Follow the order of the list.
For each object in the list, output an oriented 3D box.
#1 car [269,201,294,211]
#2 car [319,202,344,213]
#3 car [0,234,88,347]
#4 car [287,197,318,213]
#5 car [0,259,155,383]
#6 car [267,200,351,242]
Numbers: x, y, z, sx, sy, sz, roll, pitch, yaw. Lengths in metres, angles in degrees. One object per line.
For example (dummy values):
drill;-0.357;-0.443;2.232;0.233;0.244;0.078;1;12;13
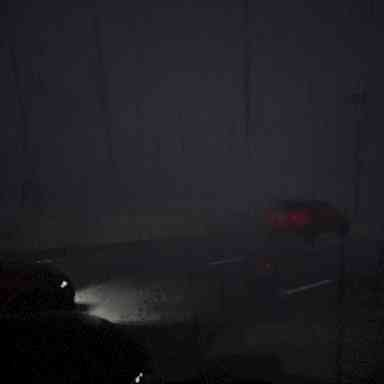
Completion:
car;13.386;2.086;49.667;1.812;1.442;4.674;0;-1;41
car;19.226;2.132;45.743;1.994;1.385;4.181;0;-1;41
car;-4.063;1.582;5.256;4.181;1.385;1.994;1;-1;-35
car;15.583;1.775;46.853;2.150;2.045;5.566;0;-1;41
car;-2.536;1.492;2.034;4.902;1.511;2.128;1;-1;-35
car;6.349;1.435;17.824;5.566;2.045;2.150;1;-1;-40
